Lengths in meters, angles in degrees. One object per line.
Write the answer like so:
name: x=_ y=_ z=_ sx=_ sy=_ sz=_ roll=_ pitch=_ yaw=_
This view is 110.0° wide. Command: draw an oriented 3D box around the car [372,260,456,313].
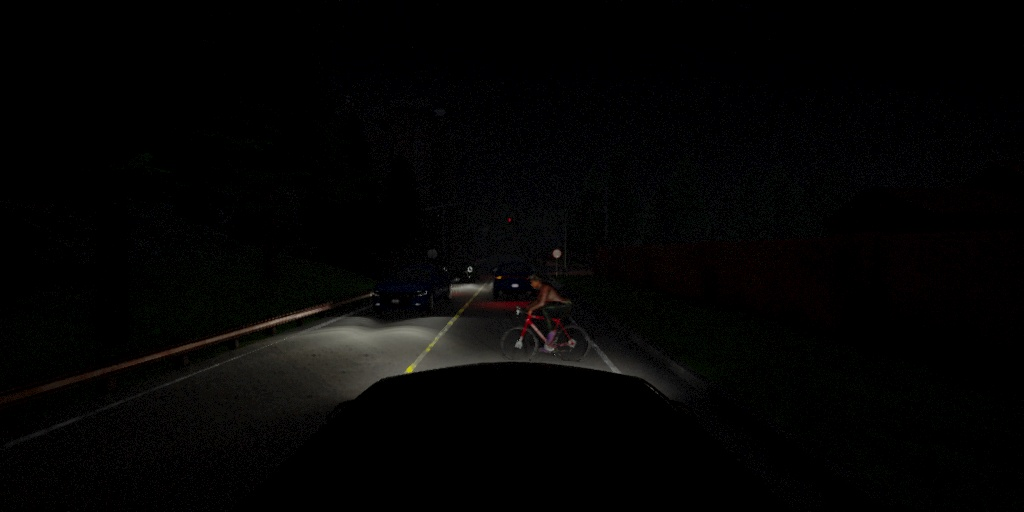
car: x=-3.554 y=1.085 z=13.463 sx=1.882 sy=1.535 sz=5.008 roll=0 pitch=1 yaw=0

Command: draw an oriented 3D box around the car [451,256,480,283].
car: x=-3.435 y=0.833 z=24.558 sx=2.097 sy=1.767 sz=4.553 roll=0 pitch=1 yaw=0

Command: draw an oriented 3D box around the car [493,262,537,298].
car: x=0.137 y=1.041 z=17.201 sx=1.882 sy=1.535 sz=5.008 roll=0 pitch=1 yaw=0

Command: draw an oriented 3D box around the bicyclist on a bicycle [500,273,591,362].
bicyclist on a bicycle: x=0.602 y=1.132 z=6.478 sx=1.656 sy=1.620 sz=0.582 roll=-1 pitch=1 yaw=0
